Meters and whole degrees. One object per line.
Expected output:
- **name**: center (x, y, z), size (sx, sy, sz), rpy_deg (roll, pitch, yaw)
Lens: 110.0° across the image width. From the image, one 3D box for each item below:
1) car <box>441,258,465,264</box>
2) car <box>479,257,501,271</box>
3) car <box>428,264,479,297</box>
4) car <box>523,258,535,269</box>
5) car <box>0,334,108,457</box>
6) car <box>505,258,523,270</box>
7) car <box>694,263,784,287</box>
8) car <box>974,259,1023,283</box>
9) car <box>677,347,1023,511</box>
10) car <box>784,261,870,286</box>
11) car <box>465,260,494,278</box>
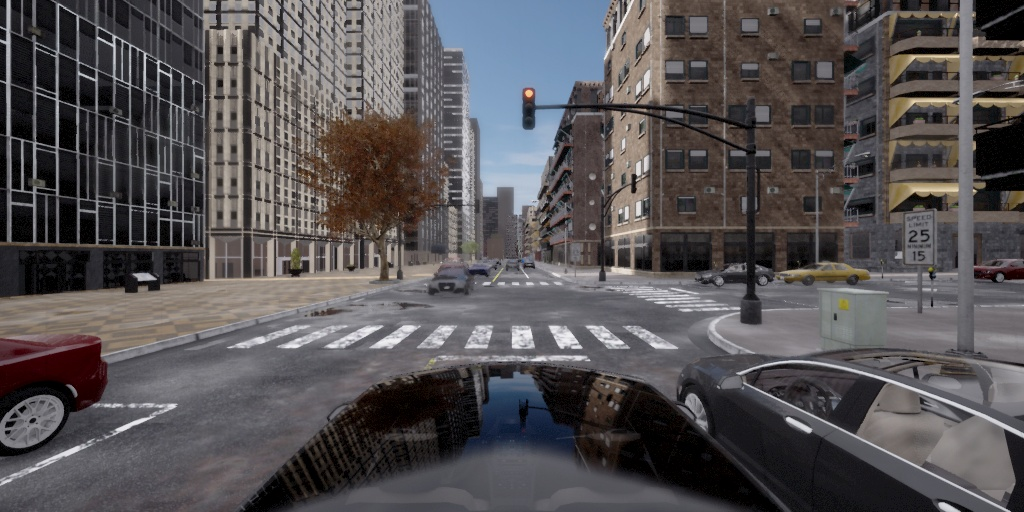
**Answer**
- **car**: center (-5.687, 1.079, 34.734), size (2.192, 1.841, 5.009), rpy_deg (0, 0, 0)
- **car**: center (-3.087, 1.269, 50.793), size (2.128, 1.511, 4.902), rpy_deg (0, 0, 0)
- **car**: center (-3.097, 1.318, 19.004), size (1.994, 1.385, 4.181), rpy_deg (0, 0, 0)
- **car**: center (2.697, 1.349, 56.824), size (1.948, 1.339, 4.313), rpy_deg (0, 0, 0)
- **car**: center (-5.691, 1.295, 2.347), size (1.888, 1.381, 4.507), rpy_deg (0, 0, 0)
- **car**: center (0.107, 1.270, 51.626), size (2.128, 1.511, 4.902), rpy_deg (0, 0, 0)
- **car**: center (13.438, 1.095, 21.760), size (4.403, 1.370, 2.007), rpy_deg (0, 0, -1)
- **car**: center (30.139, 0.859, 21.928), size (4.507, 1.381, 1.888), rpy_deg (0, 0, -1)
- **car**: center (2.689, 1.300, 2.346), size (2.007, 1.370, 4.403), rpy_deg (0, 0, 0)
- **car**: center (18.835, 0.993, 21.814), size (4.829, 1.417, 1.751), rpy_deg (0, 0, -1)
- **car**: center (-3.095, 1.365, 34.546), size (1.895, 1.301, 4.718), rpy_deg (0, 0, 0)
